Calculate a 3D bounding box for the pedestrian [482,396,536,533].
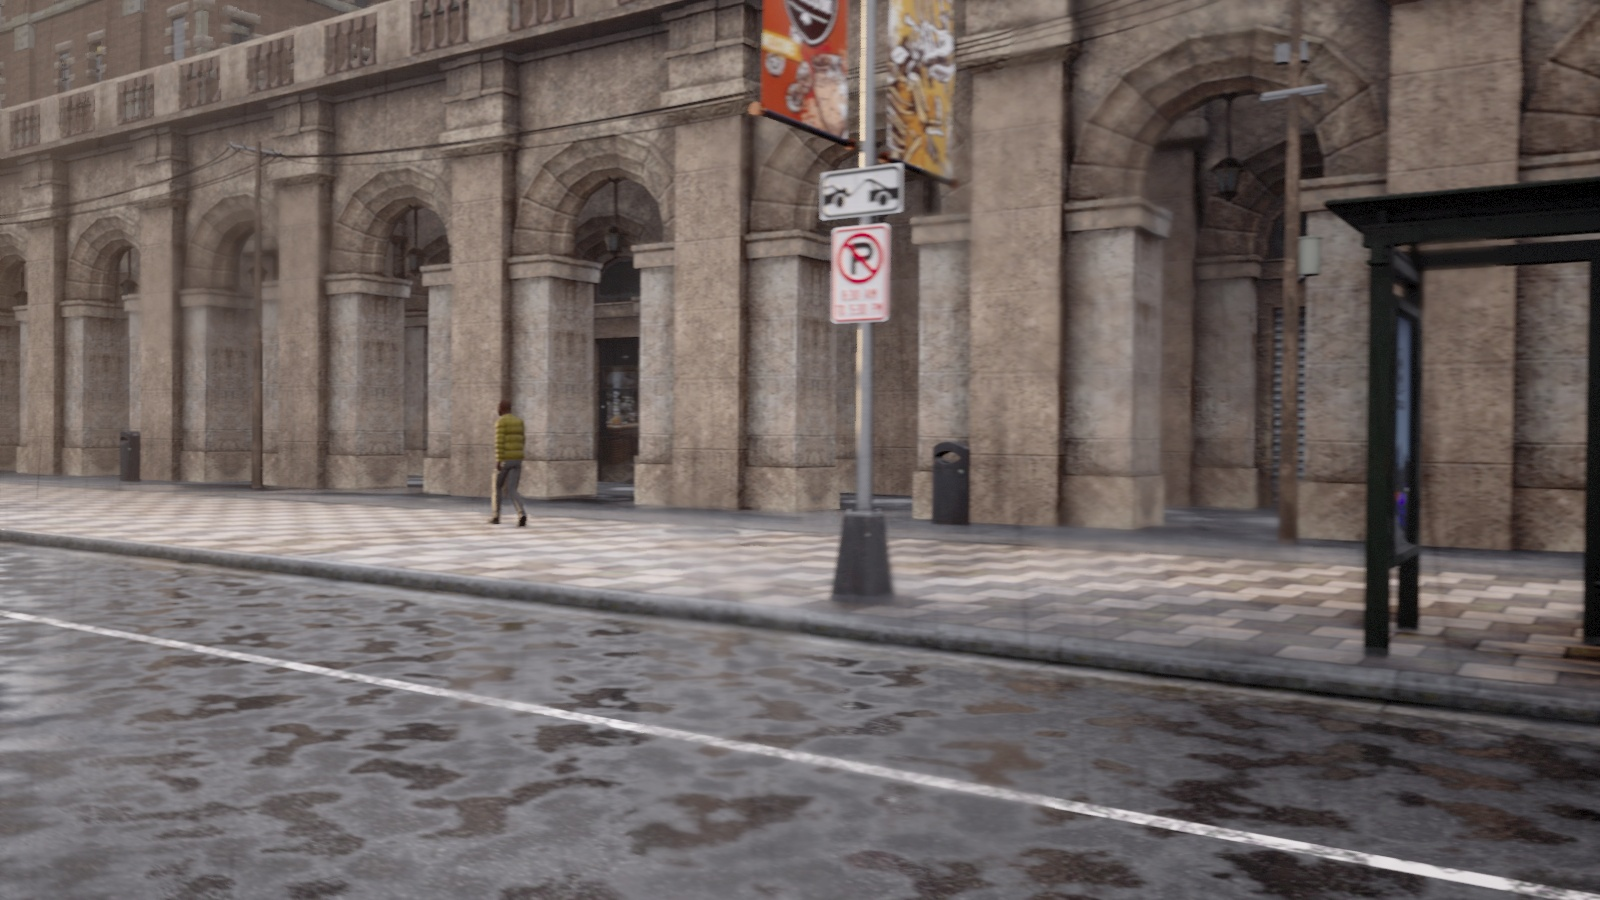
[{"bbox_3d":[-3.983,0.189,17.191,0.726,1.835,0.370,0,1,44],"label":"pedestrian"}]
